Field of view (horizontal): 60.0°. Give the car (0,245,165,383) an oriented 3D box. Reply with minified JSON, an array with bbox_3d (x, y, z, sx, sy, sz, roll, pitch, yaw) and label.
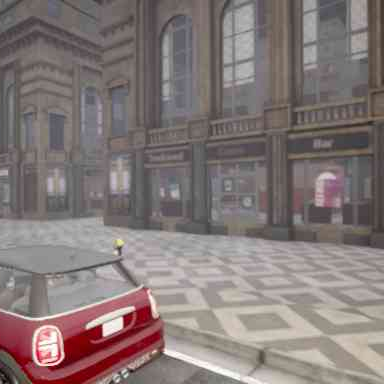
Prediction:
[{"bbox_3d":[-2.427,1.483,4.693,4.097,1.590,1.967,-1,0,36],"label":"car"}]
